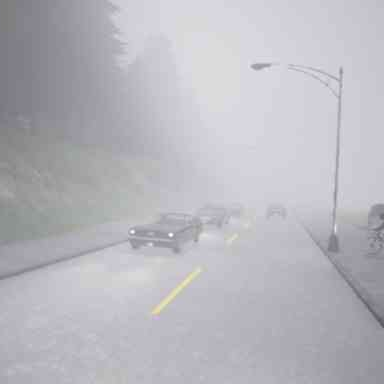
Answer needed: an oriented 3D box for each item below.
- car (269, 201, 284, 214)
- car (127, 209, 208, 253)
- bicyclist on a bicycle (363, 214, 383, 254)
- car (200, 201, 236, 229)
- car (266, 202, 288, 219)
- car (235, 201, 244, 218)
[{"bbox_3d":[11.154,2.017,43.645,1.812,1.442,4.674,3,0,15],"label":"car"},{"bbox_3d":[-0.897,1.556,13.775,1.895,1.301,4.718,3,0,15],"label":"car"},{"bbox_3d":[7.577,1.682,12.969,1.656,1.620,0.582,3,-1,15],"label":"bicyclist on a bicycle"},{"bbox_3d":[1.425,1.550,22.713,2.128,1.511,4.902,3,0,15],"label":"car"},{"bbox_3d":[8.636,1.885,33.833,1.837,1.490,4.892,3,0,15],"label":"car"},{"bbox_3d":[3.999,1.649,32.586,1.882,1.535,5.008,3,0,15],"label":"car"}]
